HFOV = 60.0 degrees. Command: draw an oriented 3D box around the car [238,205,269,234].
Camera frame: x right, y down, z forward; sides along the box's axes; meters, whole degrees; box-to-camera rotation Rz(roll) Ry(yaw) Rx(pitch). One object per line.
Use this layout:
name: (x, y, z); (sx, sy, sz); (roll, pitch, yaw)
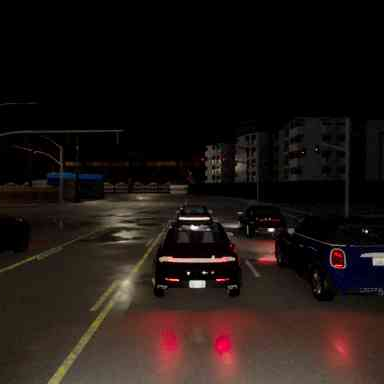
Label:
car: (3.615, 1.467, 17.607); (1.837, 1.490, 4.892); (0, 0, 0)

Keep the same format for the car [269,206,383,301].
car: (3.607, 1.347, 8.485); (2.097, 1.767, 4.553); (0, 0, 0)

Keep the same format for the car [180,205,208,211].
car: (0.116, 1.448, 17.991); (2.128, 1.511, 4.902); (0, 0, 0)

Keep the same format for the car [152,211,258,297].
car: (0.106, 1.487, 8.579); (2.128, 1.511, 4.902); (0, 0, 0)

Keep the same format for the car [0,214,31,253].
car: (-7.065, 1.480, 10.758); (2.128, 1.511, 4.902); (0, 0, 0)
